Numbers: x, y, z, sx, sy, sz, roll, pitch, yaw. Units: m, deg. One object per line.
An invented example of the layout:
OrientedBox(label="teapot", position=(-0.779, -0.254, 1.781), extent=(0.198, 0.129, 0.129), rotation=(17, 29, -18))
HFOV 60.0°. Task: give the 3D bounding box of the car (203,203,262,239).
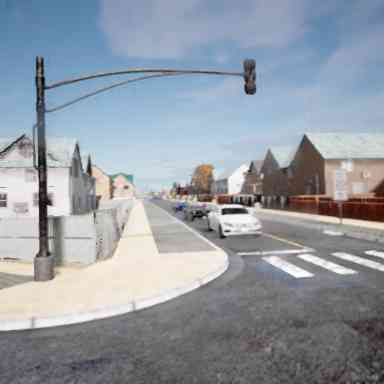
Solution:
OrientedBox(label="car", position=(1.969, 1.371, 16.636), extent=(1.812, 1.442, 4.674), rotation=(-1, 0, -7))

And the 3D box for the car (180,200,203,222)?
OrientedBox(label="car", position=(0.553, 1.494, 25.645), extent=(1.895, 1.301, 4.718), rotation=(-1, 0, -9))

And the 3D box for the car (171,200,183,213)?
OrientedBox(label="car", position=(-1.114, 1.563, 36.297), extent=(1.895, 1.301, 4.718), rotation=(-1, 0, -9))
